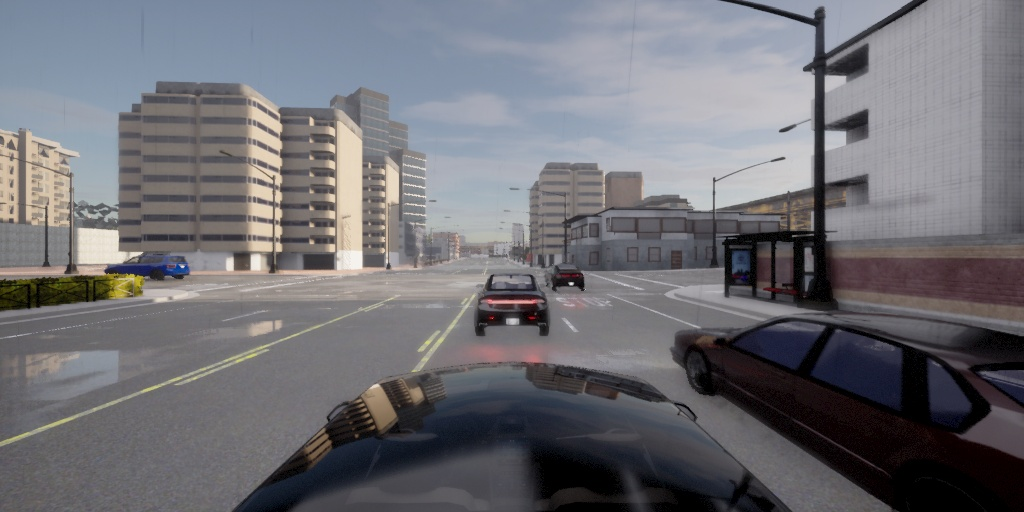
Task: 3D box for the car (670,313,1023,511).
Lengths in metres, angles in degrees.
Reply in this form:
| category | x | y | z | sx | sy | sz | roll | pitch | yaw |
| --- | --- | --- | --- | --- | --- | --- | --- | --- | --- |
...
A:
| category | x | y | z | sx | sy | sz | roll | pitch | yaw |
| --- | --- | --- | --- | --- | --- | --- | --- | --- | --- |
| car | 3.570 | 1.298 | 3.521 | 2.033 | 1.411 | 5.357 | 0 | 0 | 0 |

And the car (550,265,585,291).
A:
| category | x | y | z | sx | sy | sz | roll | pitch | yaw |
| --- | --- | --- | --- | --- | --- | --- | --- | --- | --- |
| car | 3.141 | 1.264 | 22.005 | 1.837 | 1.490 | 4.892 | 0 | 0 | -2 |

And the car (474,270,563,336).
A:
| category | x | y | z | sx | sy | sz | roll | pitch | yaw |
| --- | --- | --- | --- | --- | --- | --- | --- | --- | --- |
| car | -0.020 | 1.242 | 10.379 | 2.128 | 1.511 | 4.902 | 0 | 0 | -1 |

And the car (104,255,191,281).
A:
| category | x | y | z | sx | sy | sz | roll | pitch | yaw |
| --- | --- | --- | --- | --- | --- | --- | --- | --- | --- |
| car | -29.737 | 0.972 | 29.360 | 5.566 | 2.045 | 2.150 | 0 | 0 | -2 |
